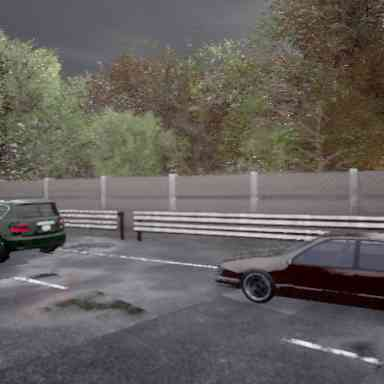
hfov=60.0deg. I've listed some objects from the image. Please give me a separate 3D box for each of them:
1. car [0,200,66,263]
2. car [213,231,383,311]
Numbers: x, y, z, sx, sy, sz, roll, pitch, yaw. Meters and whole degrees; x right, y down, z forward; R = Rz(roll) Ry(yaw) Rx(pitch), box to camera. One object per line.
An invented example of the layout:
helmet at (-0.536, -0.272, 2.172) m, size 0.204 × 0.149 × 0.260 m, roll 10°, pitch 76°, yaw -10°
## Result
car at (-7.196, 1.313, 12.388) m, size 5.566 × 2.045 × 2.150 m, roll -1°, pitch 0°, yaw 29°
car at (3.161, 1.508, 6.626) m, size 5.357 × 1.411 × 2.033 m, roll -1°, pitch 0°, yaw 28°
